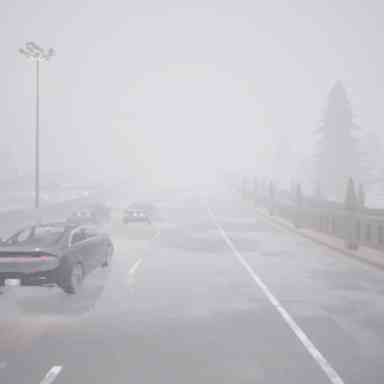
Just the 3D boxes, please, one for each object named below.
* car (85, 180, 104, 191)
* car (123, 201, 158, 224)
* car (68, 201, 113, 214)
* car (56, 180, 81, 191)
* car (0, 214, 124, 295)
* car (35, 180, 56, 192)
[{"bbox_3d":[-14.307,-0.962,49.068,1.812,1.442,4.674,0,6,0],"label":"car"},{"bbox_3d":[-3.557,1.350,23.315,2.033,1.411,5.357,0,3,0],"label":"car"},{"bbox_3d":[-7.055,1.348,23.345,2.033,1.411,5.357,0,3,0],"label":"car"},{"bbox_3d":[-17.804,-0.962,49.057,1.812,1.442,4.674,0,6,0],"label":"car"},{"bbox_3d":[-3.476,1.564,8.907,2.128,1.511,4.902,0,0,0],"label":"car"},{"bbox_3d":[-21.303,-1.010,49.032,1.882,1.535,5.008,0,6,0],"label":"car"}]
